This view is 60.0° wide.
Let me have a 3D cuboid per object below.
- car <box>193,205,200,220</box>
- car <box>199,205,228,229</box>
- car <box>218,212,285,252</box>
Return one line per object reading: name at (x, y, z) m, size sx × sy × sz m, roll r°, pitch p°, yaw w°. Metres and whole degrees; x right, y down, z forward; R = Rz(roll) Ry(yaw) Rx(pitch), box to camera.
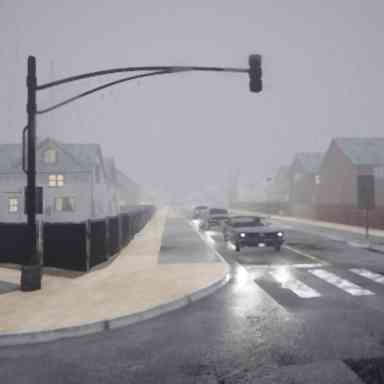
car at (1.122, 2.202, 36.596) m, size 1.812 × 1.442 × 4.674 m, roll -1°, pitch -1°, yaw -4°
car at (1.892, 1.893, 24.837) m, size 1.837 × 1.490 × 4.892 m, roll -1°, pitch -1°, yaw -4°
car at (2.545, 1.755, 14.840) m, size 1.895 × 1.301 × 4.718 m, roll -1°, pitch -1°, yaw -3°
